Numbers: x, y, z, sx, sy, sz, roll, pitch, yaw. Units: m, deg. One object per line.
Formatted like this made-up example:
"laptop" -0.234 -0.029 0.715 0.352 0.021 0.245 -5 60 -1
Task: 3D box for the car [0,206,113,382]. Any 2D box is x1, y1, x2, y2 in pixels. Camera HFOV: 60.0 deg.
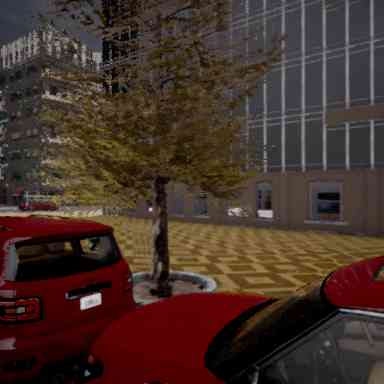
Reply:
"car" -3.064 1.272 5.077 5.009 1.841 2.192 1 0 36

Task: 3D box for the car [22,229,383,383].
"car" 1.460 1.317 1.845 5.009 1.841 2.192 1 0 36

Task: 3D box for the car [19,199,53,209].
"car" -17.158 1.463 37.451 1.967 1.590 4.097 -1 -2 35
